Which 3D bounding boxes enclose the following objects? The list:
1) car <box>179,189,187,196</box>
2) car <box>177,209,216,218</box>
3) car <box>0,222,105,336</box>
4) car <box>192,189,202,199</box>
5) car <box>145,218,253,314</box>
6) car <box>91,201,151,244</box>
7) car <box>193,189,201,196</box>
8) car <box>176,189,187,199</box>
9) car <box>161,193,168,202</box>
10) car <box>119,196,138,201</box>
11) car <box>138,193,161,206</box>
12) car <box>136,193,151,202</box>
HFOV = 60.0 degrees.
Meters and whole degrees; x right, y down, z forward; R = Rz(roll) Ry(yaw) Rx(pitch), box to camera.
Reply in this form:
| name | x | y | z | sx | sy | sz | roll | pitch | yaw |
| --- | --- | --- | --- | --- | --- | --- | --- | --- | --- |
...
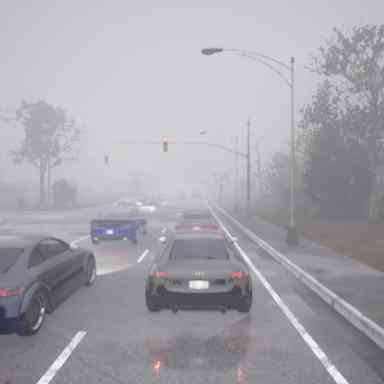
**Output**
| name | x | y | z | sx | sy | sz | roll | pitch | yaw |
| --- | --- | --- | --- | --- | --- | --- | --- | --- | --- |
| car | -2.250 | 0.005 | 84.084 | 1.882 | 1.535 | 5.008 | 0 | 3 | 1 |
| car | 0.232 | 1.508 | 16.057 | 1.994 | 1.385 | 4.181 | 0 | 0 | 1 |
| car | -3.357 | 1.541 | 6.632 | 1.994 | 1.385 | 4.181 | 0 | 0 | 0 |
| car | 1.081 | 0.595 | 73.990 | 2.097 | 1.767 | 4.553 | 0 | 3 | 1 |
| car | 0.145 | 1.537 | 7.658 | 1.994 | 1.385 | 4.181 | 0 | 0 | 1 |
| car | -3.279 | 1.423 | 15.619 | 1.882 | 1.535 | 5.008 | 0 | 0 | -1 |
| car | 1.249 | 0.027 | 84.026 | 1.837 | 1.490 | 4.892 | 0 | 3 | 1 |
| car | -2.418 | 0.790 | 74.090 | 1.994 | 1.385 | 4.181 | 0 | 3 | 1 |
| car | -6.082 | 0.996 | 65.946 | 2.097 | 1.767 | 4.553 | 0 | 2 | 1 |
| car | -9.899 | 1.352 | 50.444 | 1.812 | 1.442 | 4.674 | 0 | 0 | 1 |
| car | -6.398 | 1.317 | 50.566 | 2.128 | 1.511 | 4.902 | 0 | 0 | 1 |
| car | -9.578 | 1.137 | 65.986 | 2.128 | 1.511 | 4.902 | 0 | 2 | 1 |
